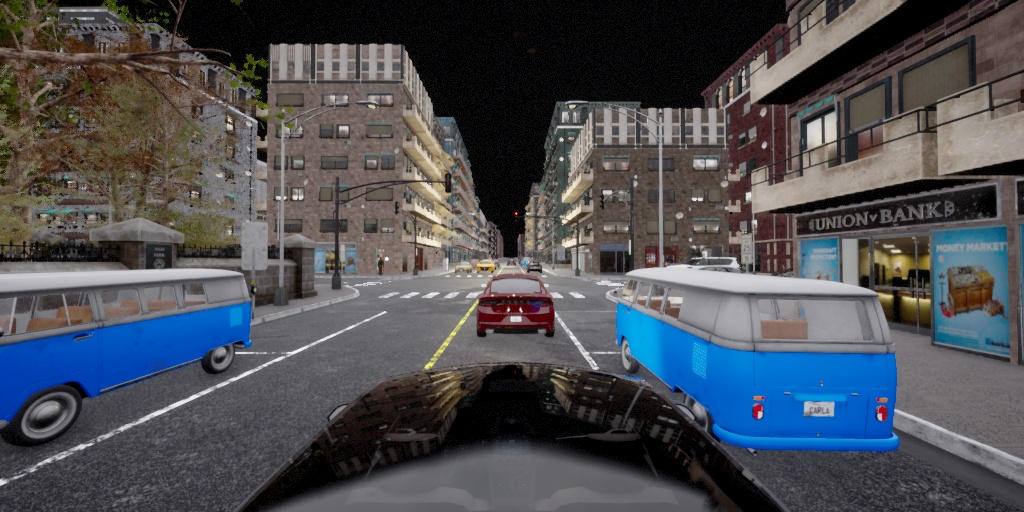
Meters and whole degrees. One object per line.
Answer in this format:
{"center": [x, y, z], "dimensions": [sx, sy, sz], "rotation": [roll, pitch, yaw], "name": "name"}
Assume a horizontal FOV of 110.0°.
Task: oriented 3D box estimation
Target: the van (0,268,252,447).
{"center": [-5.660, 1.092, 4.953], "dimensions": [1.690, 1.789, 3.998], "rotation": [0, 0, 0], "name": "van"}

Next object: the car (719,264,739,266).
{"center": [13.508, 1.333, 22.709], "dimensions": [4.313, 1.339, 1.948], "rotation": [0, 0, 1], "name": "car"}

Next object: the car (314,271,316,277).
{"center": [-16.700, 1.248, 25.602], "dimensions": [4.718, 1.301, 1.895], "rotation": [0, -1, 1], "name": "car"}

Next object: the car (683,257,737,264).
{"center": [15.068, 1.102, 28.482], "dimensions": [5.566, 2.045, 2.150], "rotation": [0, -1, 2], "name": "car"}

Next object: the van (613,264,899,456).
{"center": [2.654, 1.092, 4.962], "dimensions": [1.690, 1.789, 3.998], "rotation": [0, 0, 0], "name": "van"}

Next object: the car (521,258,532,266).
{"center": [2.633, 1.318, 48.551], "dimensions": [2.007, 1.370, 4.403], "rotation": [0, 0, 0], "name": "car"}

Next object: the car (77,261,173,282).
{"center": [-27.685, 1.093, 25.752], "dimensions": [4.892, 1.490, 1.837], "rotation": [0, -1, 0], "name": "car"}

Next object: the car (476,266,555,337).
{"center": [0.087, 1.230, 10.320], "dimensions": [1.882, 1.535, 5.008], "rotation": [0, 0, 0], "name": "car"}

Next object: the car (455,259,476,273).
{"center": [-5.740, 1.291, 42.728], "dimensions": [1.751, 1.417, 4.829], "rotation": [0, 0, 0], "name": "car"}

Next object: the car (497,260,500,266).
{"center": [-3.160, 1.317, 53.554], "dimensions": [2.033, 1.411, 5.357], "rotation": [0, 0, 0], "name": "car"}

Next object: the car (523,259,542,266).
{"center": [2.641, 1.331, 42.908], "dimensions": [1.948, 1.339, 4.313], "rotation": [0, 0, 0], "name": "car"}

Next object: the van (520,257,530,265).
{"center": [2.620, 1.114, 59.835], "dimensions": [1.690, 1.789, 3.998], "rotation": [0, 0, 0], "name": "van"}

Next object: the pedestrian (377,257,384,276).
{"center": [-12.579, 0.968, 34.331], "dimensions": [0.375, 1.860, 0.375], "rotation": [0, -1, 1], "name": "pedestrian"}

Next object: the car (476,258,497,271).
{"center": [-3.153, 1.243, 43.593], "dimensions": [1.882, 1.535, 5.008], "rotation": [0, 0, 0], "name": "car"}
